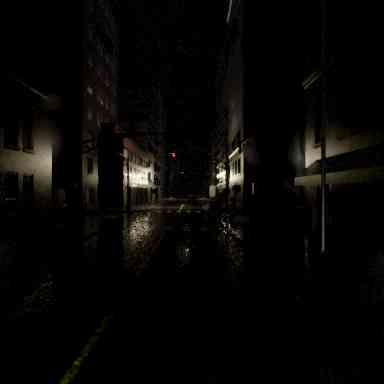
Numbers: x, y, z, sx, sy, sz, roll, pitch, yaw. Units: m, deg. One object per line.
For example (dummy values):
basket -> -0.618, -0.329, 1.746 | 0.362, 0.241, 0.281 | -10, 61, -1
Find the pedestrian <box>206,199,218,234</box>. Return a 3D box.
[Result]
pedestrian -> 1.072, 1.289, 17.945 | 0.375, 1.860, 0.375 | 0, 0, 0

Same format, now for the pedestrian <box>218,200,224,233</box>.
pedestrian -> 1.527, 1.289, 19.146 | 0.375, 1.860, 0.375 | 0, 0, 0

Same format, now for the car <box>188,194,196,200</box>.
car -> 0.021, 1.308, 85.583 | 1.837, 1.490, 4.892 | 0, 0, 0

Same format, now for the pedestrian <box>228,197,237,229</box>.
pedestrian -> 2.295, 1.138, 18.544 | 0.375, 1.860, 0.375 | 0, 0, 0

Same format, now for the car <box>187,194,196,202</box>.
car -> 0.020, 1.460, 75.580 | 1.812, 1.442, 4.674 | 0, 0, 0

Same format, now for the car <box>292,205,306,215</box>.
car -> 12.431, 1.505, 32.988 | 4.829, 1.417, 1.752 | 0, 0, 1

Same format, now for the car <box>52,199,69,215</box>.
car -> -14.593, 1.413, 33.276 | 4.097, 1.590, 1.967 | 0, 0, 1
